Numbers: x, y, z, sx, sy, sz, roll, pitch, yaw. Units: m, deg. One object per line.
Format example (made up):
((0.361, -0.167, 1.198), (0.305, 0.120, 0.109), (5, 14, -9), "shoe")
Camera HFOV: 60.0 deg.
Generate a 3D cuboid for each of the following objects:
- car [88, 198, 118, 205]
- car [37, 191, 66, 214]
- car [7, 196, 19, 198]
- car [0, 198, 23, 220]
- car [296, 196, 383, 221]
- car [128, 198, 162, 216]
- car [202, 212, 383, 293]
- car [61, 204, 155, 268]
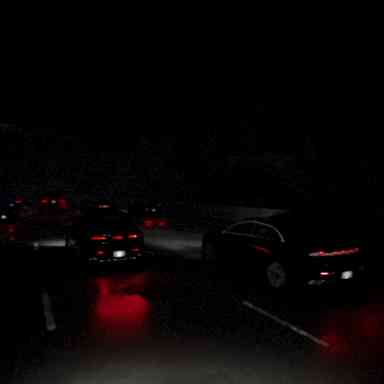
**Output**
((-7.306, 1.254, 27.393), (1.837, 1.490, 4.892), (0, 0, -27), "car")
((-13.413, 0.944, 31.778), (2.150, 2.045, 5.566), (0, 0, -27), "car")
((-20.265, 1.218, 37.646), (1.812, 1.442, 4.674), (0, 0, -27), "car")
((-13.447, 1.342, 24.023), (1.895, 1.301, 4.718), (0, 0, -27), "car")
((4.879, 1.132, 10.864), (2.150, 2.045, 5.566), (0, 1, -27), "car")
((-4.158, 1.246, 28.923), (2.128, 1.511, 4.902), (0, 0, -27), "car")
((2.003, 1.404, 8.788), (2.128, 1.511, 4.902), (0, 1, -27), "car")
((-3.008, 1.365, 10.982), (1.837, 1.490, 4.892), (0, 0, -27), "car")
